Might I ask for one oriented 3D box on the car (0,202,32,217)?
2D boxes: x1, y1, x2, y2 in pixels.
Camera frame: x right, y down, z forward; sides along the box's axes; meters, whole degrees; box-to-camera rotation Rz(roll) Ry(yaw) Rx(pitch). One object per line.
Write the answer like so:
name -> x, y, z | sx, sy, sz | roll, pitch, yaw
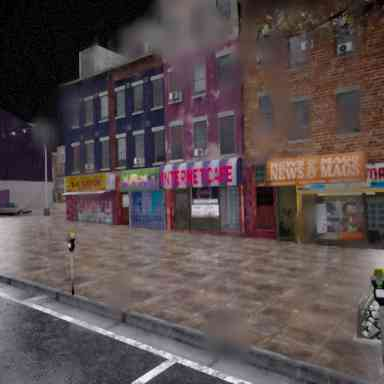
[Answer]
car -> -17.513, 1.618, 30.206 | 2.033, 1.411, 5.357 | -2, -1, 39
